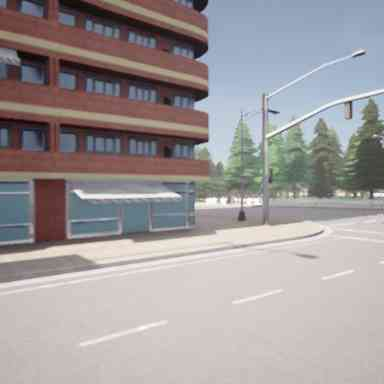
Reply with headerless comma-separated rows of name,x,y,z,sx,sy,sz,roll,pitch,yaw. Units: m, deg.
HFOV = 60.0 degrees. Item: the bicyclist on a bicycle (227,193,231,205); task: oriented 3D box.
bicyclist on a bicycle,5.117,0.982,46.505,0.582,1.620,1.656,0,1,26
